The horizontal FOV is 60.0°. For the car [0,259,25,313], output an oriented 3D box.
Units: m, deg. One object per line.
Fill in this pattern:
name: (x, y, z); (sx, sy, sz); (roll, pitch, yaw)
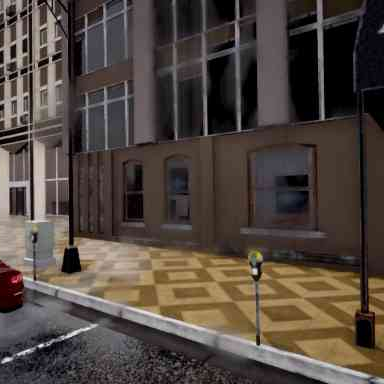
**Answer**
car: (-4.803, 1.584, 6.322); (4.206, 1.307, 1.802); (0, -1, 36)
